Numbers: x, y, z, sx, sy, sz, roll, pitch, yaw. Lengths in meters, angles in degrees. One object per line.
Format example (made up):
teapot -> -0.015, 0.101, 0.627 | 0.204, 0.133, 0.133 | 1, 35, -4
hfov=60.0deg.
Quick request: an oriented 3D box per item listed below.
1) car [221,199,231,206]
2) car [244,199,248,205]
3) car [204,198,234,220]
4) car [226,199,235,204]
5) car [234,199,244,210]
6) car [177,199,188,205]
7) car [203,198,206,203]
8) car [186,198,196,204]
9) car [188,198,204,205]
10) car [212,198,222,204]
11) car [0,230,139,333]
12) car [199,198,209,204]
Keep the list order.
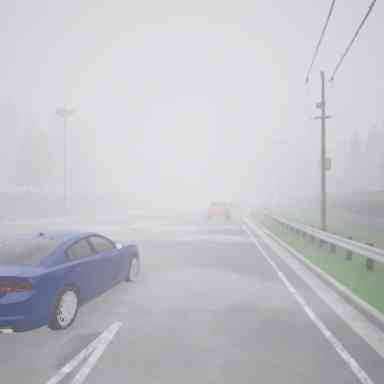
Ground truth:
car -> 7.981, 2.376, 77.061 | 1.812, 1.442, 4.674 | 0, -1, 12
car -> 13.425, 2.489, 86.150 | 1.812, 1.442, 4.674 | 0, -1, 12
car -> 2.779, 1.719, 32.827 | 2.097, 1.767, 4.553 | 0, -1, 9
car -> 10.003, 2.397, 86.889 | 1.895, 1.301, 4.718 | 0, -1, 12
car -> 6.768, 2.073, 53.276 | 1.882, 1.535, 5.008 | 0, -1, 12
car -> -2.310, 2.416, 79.143 | 1.994, 1.385, 4.181 | 0, -1, 12
car -> 4.553, 2.409, 77.766 | 1.994, 1.385, 4.181 | 0, -1, 12
car -> -0.288, 2.368, 88.975 | 1.994, 1.385, 4.181 | 0, -1, 12
car -> 1.041, 2.355, 78.063 | 1.837, 1.490, 4.892 | 0, -1, 12
car -> 6.569, 2.346, 87.565 | 2.033, 1.411, 5.357 | 0, -1, 12
car -> -2.719, 1.555, 7.182 | 1.882, 1.535, 5.008 | 0, -1, 12
car -> 3.141, 2.289, 88.271 | 1.882, 1.535, 5.008 | 0, -1, 12
